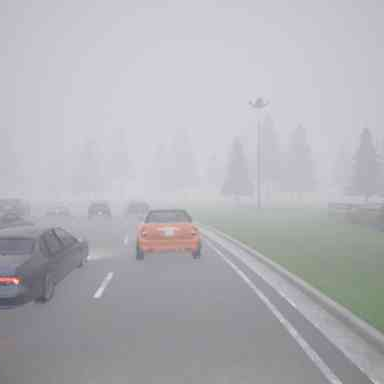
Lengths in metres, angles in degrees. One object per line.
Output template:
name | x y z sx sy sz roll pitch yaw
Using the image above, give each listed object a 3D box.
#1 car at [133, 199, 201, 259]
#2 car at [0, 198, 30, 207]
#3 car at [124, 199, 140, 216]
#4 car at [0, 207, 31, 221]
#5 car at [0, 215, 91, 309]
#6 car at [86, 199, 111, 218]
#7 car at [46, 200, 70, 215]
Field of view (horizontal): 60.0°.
car | -0.983 1.305 12.585 2.097 1.767 4.553 0 0 -7
car | -15.372 1.304 28.711 2.097 1.767 4.553 0 0 -18
car | -5.313 1.374 31.736 1.882 1.535 5.008 0 0 -17
car | -8.214 1.543 14.091 1.994 1.385 4.181 0 0 -8
car | -3.902 1.532 8.005 2.033 1.411 5.357 0 0 -5
car | -8.188 1.426 29.230 1.837 1.490 4.892 0 1 -17
car | -12.311 1.457 30.681 1.812 1.442 4.674 0 0 -18
